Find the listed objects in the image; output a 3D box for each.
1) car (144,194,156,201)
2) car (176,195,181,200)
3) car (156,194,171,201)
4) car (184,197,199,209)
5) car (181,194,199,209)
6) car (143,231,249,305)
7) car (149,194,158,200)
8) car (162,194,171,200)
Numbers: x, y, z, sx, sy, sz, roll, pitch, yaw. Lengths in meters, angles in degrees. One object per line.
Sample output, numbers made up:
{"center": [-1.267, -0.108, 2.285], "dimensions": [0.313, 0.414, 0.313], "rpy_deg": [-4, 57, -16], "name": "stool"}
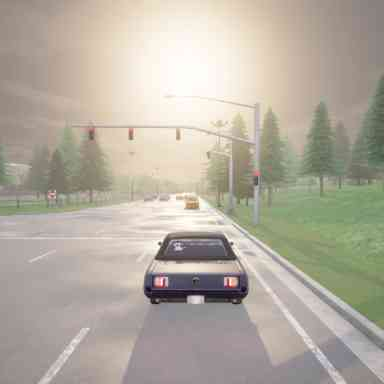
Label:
{"center": [-10.393, 1.531, 80.359], "dimensions": [2.033, 1.411, 5.357], "rpy_deg": [0, 0, 0], "name": "car"}
{"center": [-3.378, 1.553, 91.183], "dimensions": [1.994, 1.385, 4.181], "rpy_deg": [0, 0, 0], "name": "car"}
{"center": [-6.893, 1.531, 80.354], "dimensions": [2.033, 1.411, 5.357], "rpy_deg": [0, 0, 0], "name": "car"}
{"center": [-0.012, 1.576, 49.725], "dimensions": [2.033, 1.411, 5.357], "rpy_deg": [-1, 1, 1], "name": "car"}
{"center": [-0.079, 1.090, 46.214], "dimensions": [1.882, 1.535, 5.008], "rpy_deg": [-3, 17, -4], "name": "car"}
{"center": [0.090, 1.601, 8.057], "dimensions": [1.895, 1.301, 4.718], "rpy_deg": [0, 0, 0], "name": "car"}
{"center": [-10.379, 1.332, 90.779], "dimensions": [1.837, 1.490, 4.892], "rpy_deg": [0, 0, 0], "name": "car"}
{"center": [-6.879, 1.372, 90.774], "dimensions": [2.033, 1.411, 5.357], "rpy_deg": [0, 0, 0], "name": "car"}
